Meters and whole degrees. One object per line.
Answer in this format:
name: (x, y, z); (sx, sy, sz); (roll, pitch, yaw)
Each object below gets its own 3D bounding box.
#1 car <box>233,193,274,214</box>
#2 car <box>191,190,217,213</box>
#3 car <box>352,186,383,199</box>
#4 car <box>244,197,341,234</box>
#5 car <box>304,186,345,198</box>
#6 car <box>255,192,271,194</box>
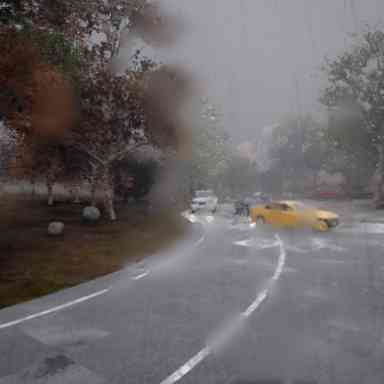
car: (4.701, 1.128, 26.936); (2.128, 1.511, 4.902); (-2, 1, -9)
car: (1.165, 0.859, 31.645); (2.150, 2.045, 5.566); (-1, 2, 6)
car: (27.738, 0.109, 51.043); (5.566, 2.045, 2.150); (0, 1, 14)
car: (5.346, 1.226, 17.790); (1.882, 1.535, 5.008); (-2, 1, -34)
car: (19.229, 0.190, 48.237); (5.566, 2.045, 2.150); (-1, 0, -6)
car: (9.549, 0.748, 47.243); (4.892, 1.490, 1.837); (-2, 1, -35)
